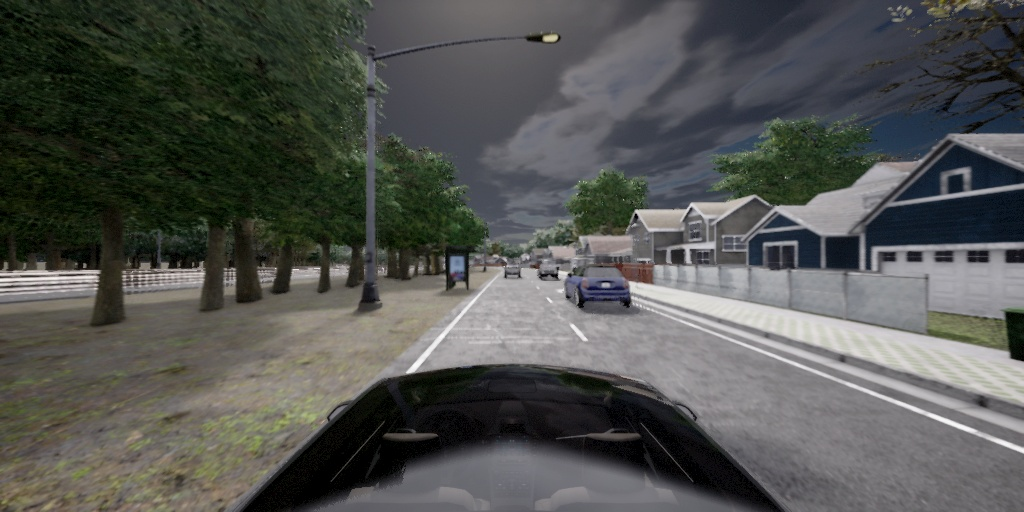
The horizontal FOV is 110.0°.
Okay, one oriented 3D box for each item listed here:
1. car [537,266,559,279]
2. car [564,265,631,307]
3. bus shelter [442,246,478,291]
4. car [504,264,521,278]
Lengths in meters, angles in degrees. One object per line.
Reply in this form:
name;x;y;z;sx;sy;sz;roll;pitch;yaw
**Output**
car;3.599;1.687;36.739;1.895;1.301;4.718;0;-1;0
car;3.599;1.155;15.870;2.097;1.767;4.553;0;0;0
bus shelter;-3.500;0.749;23.286;1.920;2.740;3.880;0;0;0
car;0.072;1.644;40.149;2.128;1.511;4.902;0;-1;0
